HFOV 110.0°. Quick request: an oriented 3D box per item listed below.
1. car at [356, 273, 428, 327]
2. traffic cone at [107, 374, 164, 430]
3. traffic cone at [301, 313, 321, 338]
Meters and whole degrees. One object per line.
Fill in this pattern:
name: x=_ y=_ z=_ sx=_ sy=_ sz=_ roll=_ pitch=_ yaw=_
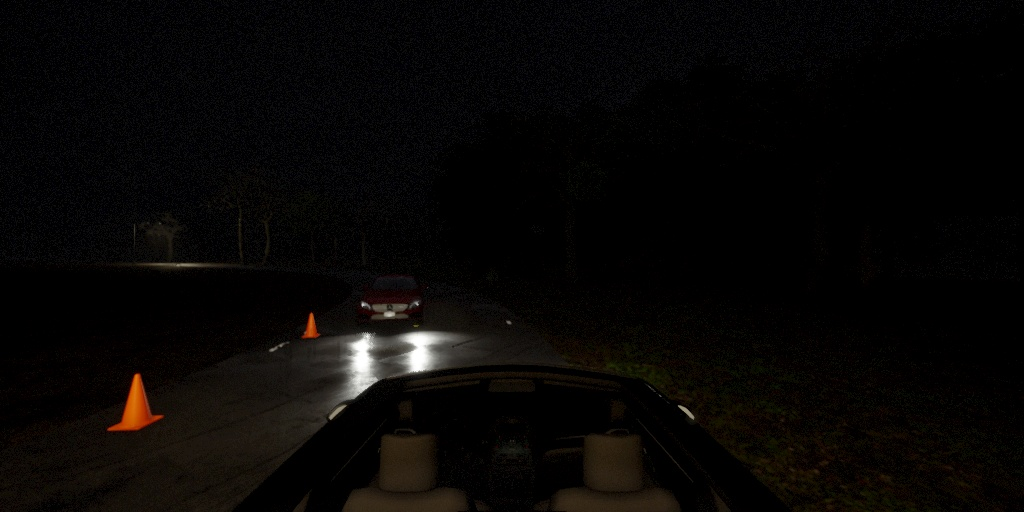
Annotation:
car: x=-3.806 y=1.310 z=11.865 sx=1.812 sy=1.442 sz=4.674 roll=0 pitch=0 yaw=-13
traffic cone: x=-4.468 y=1.702 z=4.272 sx=0.340 sy=0.580 sz=0.340 roll=0 pitch=0 yaw=-4
traffic cone: x=-5.051 y=1.723 z=9.017 sx=0.340 sy=0.580 sz=0.340 roll=0 pitch=0 yaw=-10
